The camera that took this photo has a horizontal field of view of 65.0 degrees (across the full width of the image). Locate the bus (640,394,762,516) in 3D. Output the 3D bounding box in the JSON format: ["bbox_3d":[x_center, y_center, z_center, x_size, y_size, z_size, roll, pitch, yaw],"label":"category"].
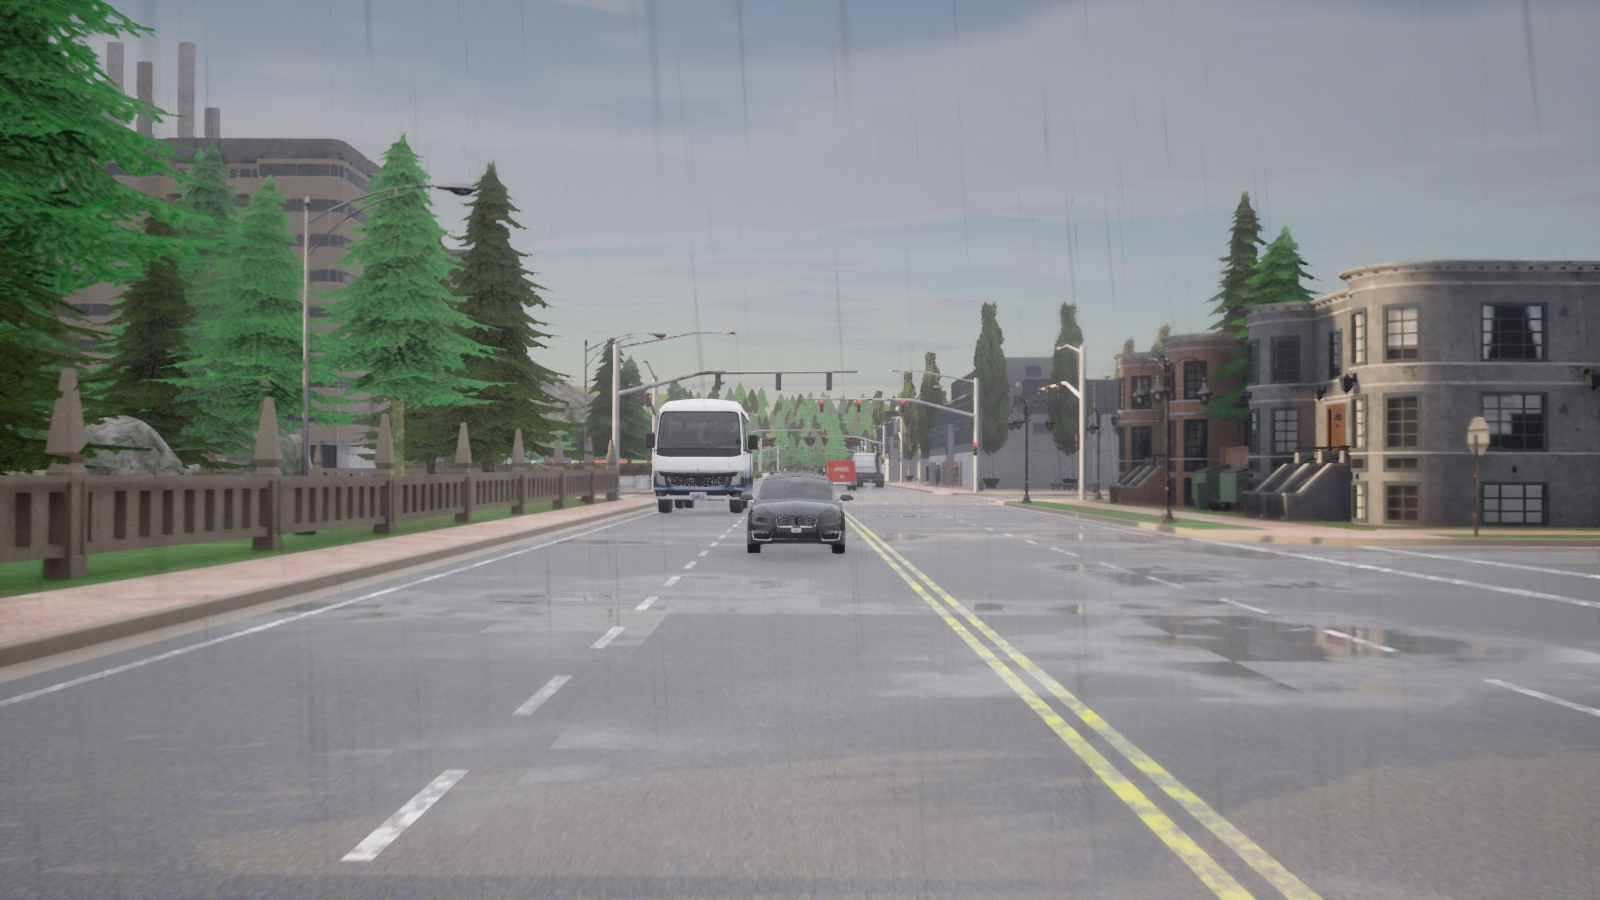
[{"bbox_3d":[-3.624,0.273,49.019,3.944,4.253,10.273,0,-1,0],"label":"bus"}]

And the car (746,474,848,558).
[{"bbox_3d":[-0.061,1.240,25.085,1.837,1.490,4.892,0,-1,0],"label":"car"}]
